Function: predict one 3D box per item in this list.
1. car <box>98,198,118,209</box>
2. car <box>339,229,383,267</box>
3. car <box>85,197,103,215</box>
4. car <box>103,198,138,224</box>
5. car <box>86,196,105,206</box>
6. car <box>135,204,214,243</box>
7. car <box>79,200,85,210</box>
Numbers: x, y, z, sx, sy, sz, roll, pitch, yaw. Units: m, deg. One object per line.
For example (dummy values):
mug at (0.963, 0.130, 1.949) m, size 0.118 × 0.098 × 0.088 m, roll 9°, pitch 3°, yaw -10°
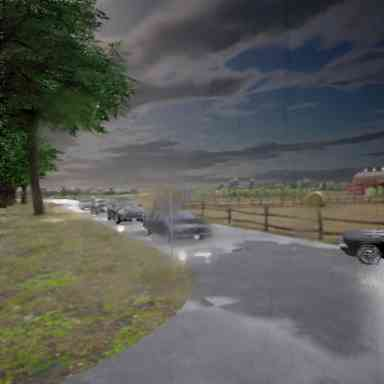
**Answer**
car at (-11.720, 1.531, 46.142) m, size 1.994 × 1.385 × 4.181 m, roll -1°, pitch 0°, yaw -25°
car at (6.946, 1.542, 9.886) m, size 4.718 × 1.301 × 1.895 m, roll 1°, pitch 2°, yaw 24°
car at (-9.210, 1.483, 34.041) m, size 2.128 × 1.511 × 4.902 m, roll -1°, pitch 0°, yaw -25°
car at (-4.949, 1.332, 24.994) m, size 2.097 × 1.767 × 4.553 m, roll -1°, pitch 1°, yaw -25°
car at (-16.053, 1.494, 55.188) m, size 2.128 × 1.511 × 4.902 m, roll -1°, pitch 0°, yaw -25°
car at (-0.921, 1.530, 16.470) m, size 2.033 × 1.411 × 5.357 m, roll -1°, pitch 1°, yaw -25°
car at (-13.472, 1.619, 43.141) m, size 1.895 × 1.301 × 4.718 m, roll -1°, pitch 0°, yaw -25°
